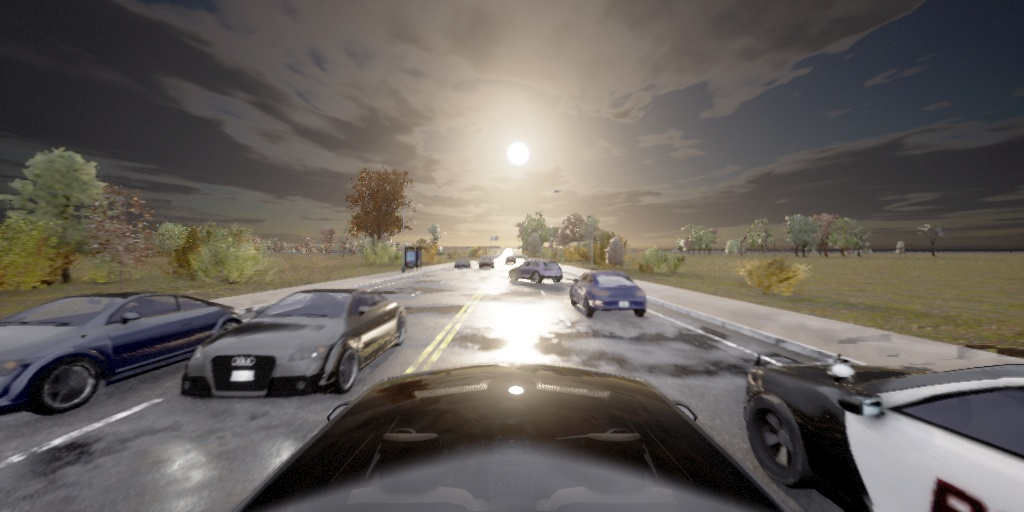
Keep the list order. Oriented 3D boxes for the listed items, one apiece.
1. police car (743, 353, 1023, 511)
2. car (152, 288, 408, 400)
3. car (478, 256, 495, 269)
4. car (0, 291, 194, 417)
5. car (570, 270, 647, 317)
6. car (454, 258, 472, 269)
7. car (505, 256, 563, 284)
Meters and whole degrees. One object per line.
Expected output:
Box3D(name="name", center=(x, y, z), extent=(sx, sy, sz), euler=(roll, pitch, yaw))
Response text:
Box3D(name="police car", center=(3.252, 1.254, 1.688), extent=(2.038, 1.542, 4.974), euler=(0, 0, 0))
Box3D(name="car", center=(-3.349, 1.292, 6.452), extent=(1.994, 1.385, 4.181), euler=(0, 0, 0))
Box3D(name="car", center=(-3.479, 0.843, 49.762), extent=(2.097, 1.767, 4.553), euler=(0, 0, 0))
Box3D(name="car", center=(-6.599, 1.296, 5.804), extent=(1.994, 1.385, 4.181), euler=(0, 0, 0))
Box3D(name="car", center=(3.242, 1.220, 12.698), extent=(1.812, 1.442, 4.674), euler=(0, 0, 0))
Box3D(name="car", center=(-6.718, 1.040, 49.555), extent=(2.033, 1.411, 5.357), euler=(0, 0, 0))
Box3D(name="car", center=(1.659, 1.055, 25.873), extent=(2.033, 1.649, 4.856), euler=(0, 0, -33))
